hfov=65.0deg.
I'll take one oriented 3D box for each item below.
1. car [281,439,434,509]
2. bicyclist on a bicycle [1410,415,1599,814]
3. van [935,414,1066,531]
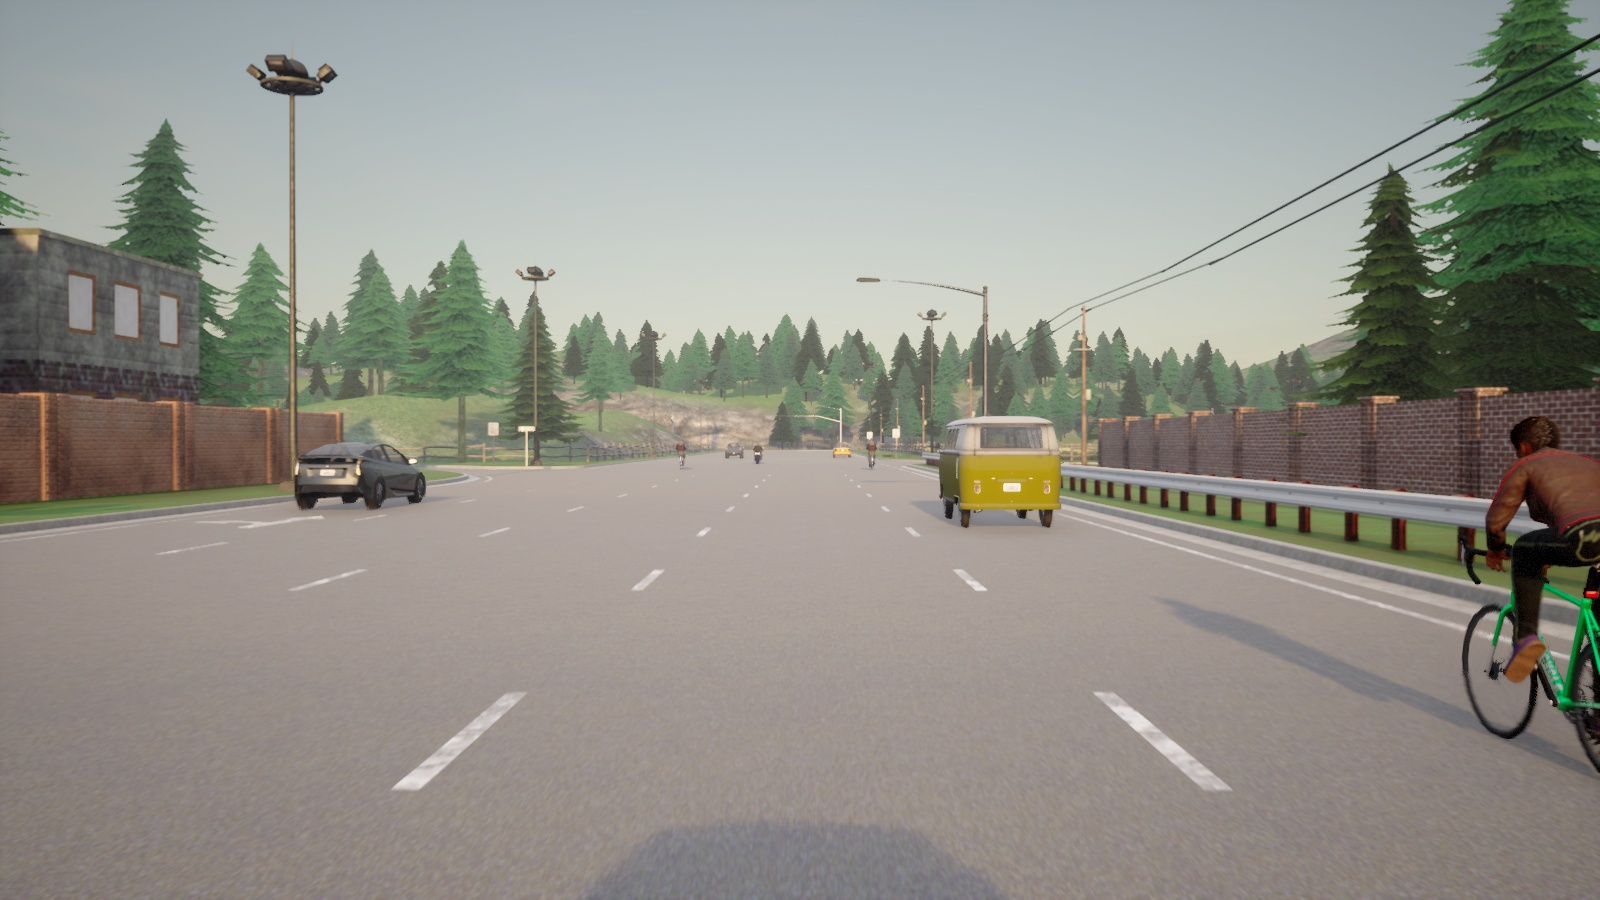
[{"bbox_3d":[-10.316,0.519,29.661,2.007,1.525,4.514,0,0,0],"label":"car"},{"bbox_3d":[3.544,0.669,5.882,0.582,1.620,1.656,0,0,0],"label":"bicyclist on a bicycle"},{"bbox_3d":[3.649,0.370,23.599,1.775,1.987,4.442,0,0,0],"label":"van"}]
